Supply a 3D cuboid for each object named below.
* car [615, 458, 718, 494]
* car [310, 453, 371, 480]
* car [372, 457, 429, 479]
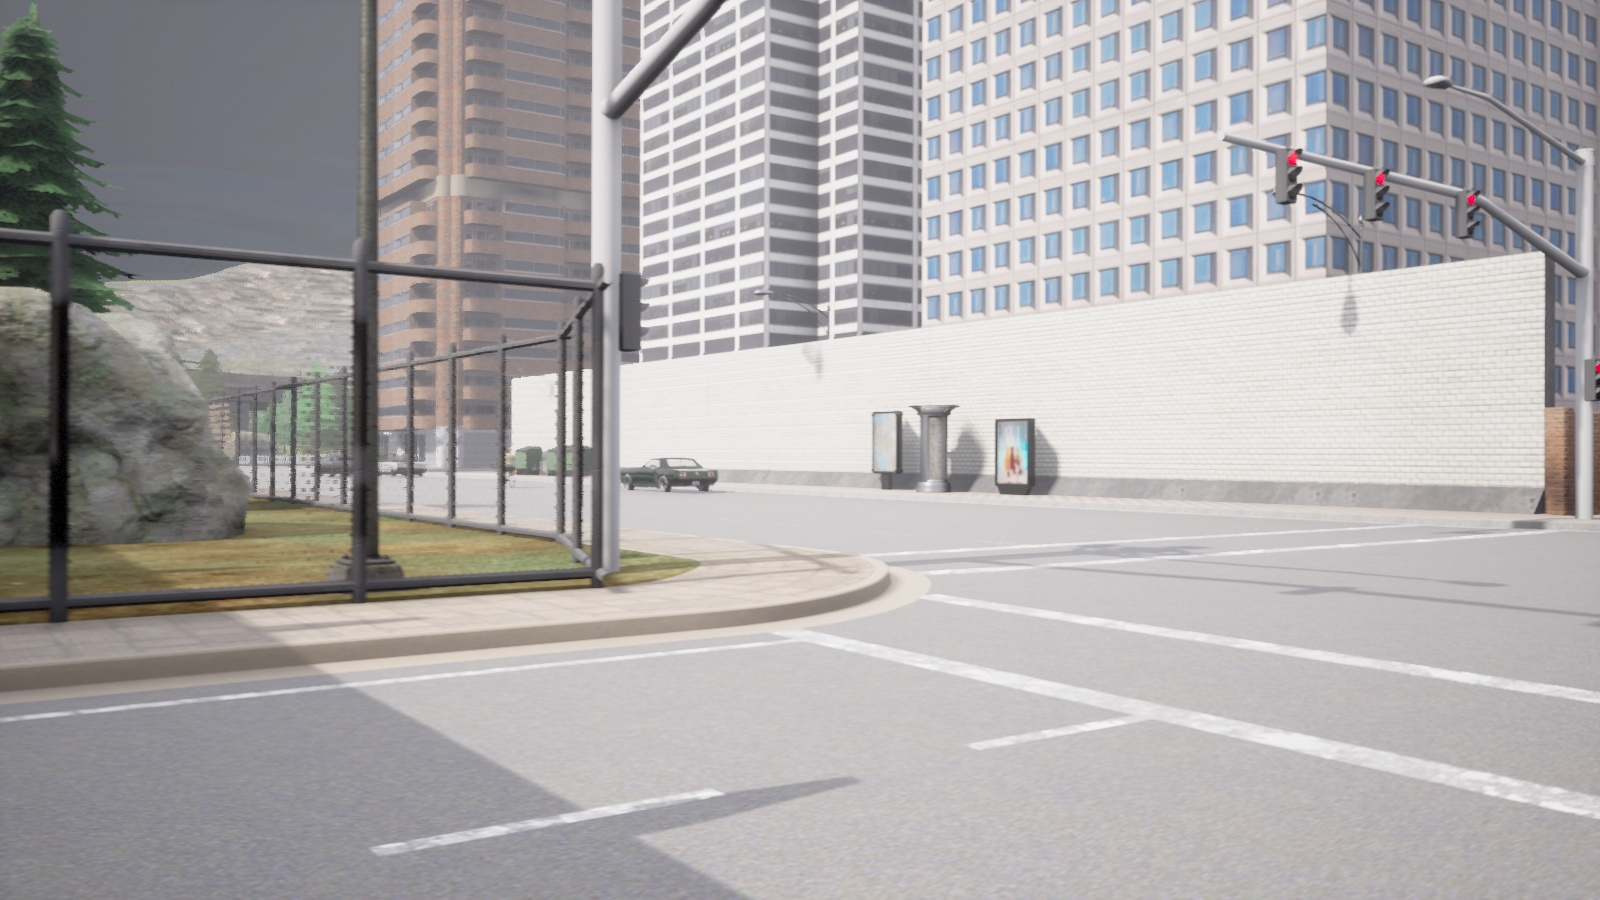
[{"bbox_3d":[-5.148,0.953,47.904,1.895,1.301,4.718,0,0,-35],"label":"car"},{"bbox_3d":[-26.747,0.911,72.986,2.128,1.511,4.902,0,0,-35],"label":"car"},{"bbox_3d":[-23.894,1.059,75.013,1.895,1.301,4.718,0,0,-35],"label":"car"}]
